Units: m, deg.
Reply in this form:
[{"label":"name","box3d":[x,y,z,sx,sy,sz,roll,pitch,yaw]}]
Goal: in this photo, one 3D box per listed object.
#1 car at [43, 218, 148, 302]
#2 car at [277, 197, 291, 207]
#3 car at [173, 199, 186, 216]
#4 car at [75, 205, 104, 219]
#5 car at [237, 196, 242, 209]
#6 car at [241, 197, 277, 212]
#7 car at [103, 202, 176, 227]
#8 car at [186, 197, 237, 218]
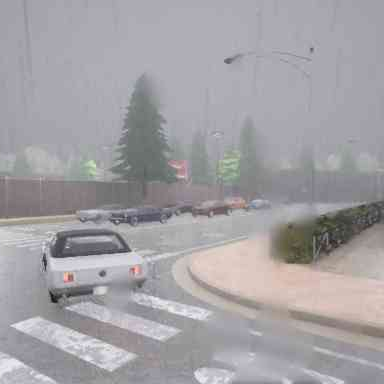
[{"label":"car","box3d":[-2.674,1.600,8.414,1.895,1.301,4.718,0,0,-25]},{"label":"car","box3d":[13.562,1.491,51.759,2.128,1.511,4.902,0,0,44]},{"label":"car","box3d":[-1.057,1.490,32.628,2.128,1.511,4.902,0,0,36]},{"label":"car","box3d":[-6.412,1.599,25.231,1.895,1.301,4.718,0,0,36]},{"label":"car","box3d":[4.879,1.351,40.746,2.097,1.767,4.553,0,0,37]},{"label":"car","box3d":[7.958,1.525,39.035,1.812,1.442,4.674,0,0,36]},{"label":"car","box3d":[-3.521,1.600,23.253,1.895,1.301,4.718,0,0,36]},{"label":"car","box3d":[1.893,1.477,30.738,1.882,1.535,5.008,0,0,36]}]
